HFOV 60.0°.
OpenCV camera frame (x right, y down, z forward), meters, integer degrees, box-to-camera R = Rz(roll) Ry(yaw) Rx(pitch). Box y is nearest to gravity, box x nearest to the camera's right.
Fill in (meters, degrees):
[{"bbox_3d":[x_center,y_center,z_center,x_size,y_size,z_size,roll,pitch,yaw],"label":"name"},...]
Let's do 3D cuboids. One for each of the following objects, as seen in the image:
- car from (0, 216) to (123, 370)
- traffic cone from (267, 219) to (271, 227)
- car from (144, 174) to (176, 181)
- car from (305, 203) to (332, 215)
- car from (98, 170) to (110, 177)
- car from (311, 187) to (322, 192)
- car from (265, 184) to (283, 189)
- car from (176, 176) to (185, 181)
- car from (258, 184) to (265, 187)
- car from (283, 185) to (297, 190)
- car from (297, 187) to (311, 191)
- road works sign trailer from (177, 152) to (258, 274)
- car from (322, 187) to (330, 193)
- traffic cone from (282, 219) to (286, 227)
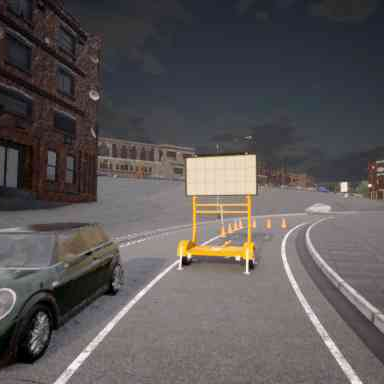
[{"bbox_3d":[-2.902,1.400,6.012,2.097,1.767,4.553,0,-1,7],"label":"car"},{"bbox_3d":[5.375,2.167,23.223,0.340,0.580,0.340,-2,-1,17],"label":"traffic cone"},{"bbox_3d":[-5.970,-2.264,58.026,4.892,1.521,2.231,2,-5,-32],"label":"car"},{"bbox_3d":[16.863,2.262,44.213,4.674,1.442,1.812,1,-4,-41],"label":"car"},{"bbox_3d":[-15.282,-2.773,52.302,4.553,1.767,2.185,2,-5,-32],"label":"car"},{"bbox_3d":[29.967,-0.341,84.019,4.553,1.767,2.185,4,-6,-40],"label":"car"},{"bbox_3d":[17.085,-1.031,73.610,4.792,1.488,2.163,3,-6,-37],"label":"car"},{"bbox_3d":[-1.277,-2.058,60.924,4.892,1.521,2.231,3,-5,-32],"label":"car"},{"bbox_3d":[12.489,-1.455,70.214,4.553,1.767,2.185,3,-6,-35],"label":"car"},{"bbox_3d":[21.450,-0.754,76.977,4.674,1.452,2.002,3,-6,-38],"label":"car"},{"bbox_3d":[25.665,-0.523,80.379,4.892,1.521,2.231,4,-6,-39],"label":"car"},{"bbox_3d":[1.003,0.528,10.974,2.380,3.560,2.880,-1,-1,18],"label":"road works sign trailer"},{"bbox_3d":[34.182,-0.132,87.717,5.566,2.045,2.435,5,-6,-41],"label":"car"},{"bbox_3d":[6.326,2.137,22.928,0.340,0.580,0.340,-2,-1,17],"label":"traffic cone"}]
